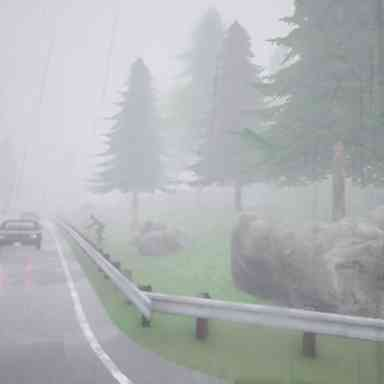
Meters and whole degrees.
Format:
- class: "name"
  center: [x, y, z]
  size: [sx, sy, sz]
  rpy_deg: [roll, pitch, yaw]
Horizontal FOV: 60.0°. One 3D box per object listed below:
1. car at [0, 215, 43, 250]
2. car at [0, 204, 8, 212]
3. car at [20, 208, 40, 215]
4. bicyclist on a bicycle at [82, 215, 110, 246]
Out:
- class: "car"
  center: [-8.427, 2.018, 16.436]
  size: [1.895, 1.301, 4.718]
  rpy_deg: [3, -3, -24]
- class: "car"
  center: [-23.913, 2.066, 41.062]
  size: [1.812, 1.442, 4.674]
  rpy_deg: [3, -3, -23]
- class: "car"
  center: [-17.228, 2.436, 35.351]
  size: [1.812, 1.442, 4.674]
  rpy_deg: [3, -3, -25]
- class: "bicyclist on a bicycle"
  center: [-5.098, 2.020, 17.430]
  size: [1.656, 1.620, 0.582]
  rpy_deg: [3, -2, -24]
